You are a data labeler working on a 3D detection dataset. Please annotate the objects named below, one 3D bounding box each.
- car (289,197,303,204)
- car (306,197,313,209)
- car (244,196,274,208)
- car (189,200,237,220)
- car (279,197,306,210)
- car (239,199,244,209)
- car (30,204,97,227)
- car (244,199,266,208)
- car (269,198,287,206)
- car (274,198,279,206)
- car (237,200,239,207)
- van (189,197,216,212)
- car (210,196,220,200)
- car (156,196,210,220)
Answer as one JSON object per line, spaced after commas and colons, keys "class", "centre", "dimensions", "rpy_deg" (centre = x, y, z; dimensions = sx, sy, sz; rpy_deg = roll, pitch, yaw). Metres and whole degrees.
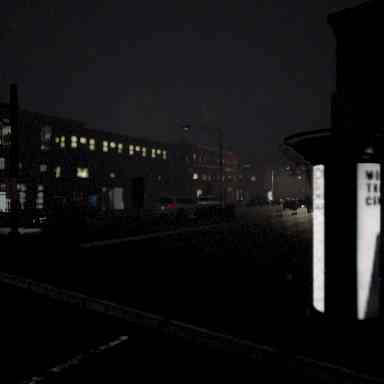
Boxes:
{"class": "car", "centre": [23.698, 1.937, 75.800], "dimensions": [1.967, 1.590, 4.097], "rpy_deg": [-1, -1, 35]}
{"class": "car", "centre": [17.847, 1.652, 52.899], "dimensions": [2.192, 1.841, 5.009], "rpy_deg": [-1, -1, 35]}
{"class": "car", "centre": [10.641, 1.307, 52.535], "dimensions": [2.097, 1.767, 4.553], "rpy_deg": [0, 0, 35]}
{"class": "car", "centre": [2.006, 1.740, 30.261], "dimensions": [1.887, 1.381, 4.507], "rpy_deg": [-1, -1, 35]}
{"class": "car", "centre": [14.670, 1.747, 48.376], "dimensions": [1.967, 1.590, 4.097], "rpy_deg": [-1, -1, 35]}
{"class": "car", "centre": [7.716, 1.868, 53.054], "dimensions": [1.752, 1.417, 4.829], "rpy_deg": [-1, -1, 35]}
{"class": "car", "centre": [-9.285, 1.672, 24.388], "dimensions": [1.837, 1.490, 4.892], "rpy_deg": [0, 0, 34]}
{"class": "car", "centre": [10.991, 1.924, 57.714], "dimensions": [2.008, 1.369, 4.403], "rpy_deg": [-1, -1, 35]}
{"class": "car", "centre": [17.345, 1.985, 66.757], "dimensions": [2.008, 1.369, 4.403], "rpy_deg": [-1, -1, 35]}
{"class": "car", "centre": [14.168, 1.955, 62.235], "dimensions": [2.008, 1.369, 4.403], "rpy_deg": [-1, -1, 35]}
{"class": "car", "centre": [4.637, 1.865, 48.671], "dimensions": [2.008, 1.369, 4.403], "rpy_deg": [-1, -1, 35]}
{"class": "van", "centre": [1.458, 1.627, 44.152], "dimensions": [1.690, 1.788, 3.998], "rpy_deg": [-1, -1, 35]}
{"class": "car", "centre": [1.648, 1.479, 39.899], "dimensions": [2.150, 2.045, 5.566], "rpy_deg": [0, 0, 35]}
{"class": "car", "centre": [-0.957, 1.422, 30.669], "dimensions": [2.150, 2.045, 5.566], "rpy_deg": [0, 0, 35]}
